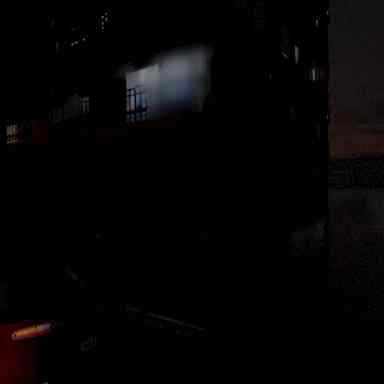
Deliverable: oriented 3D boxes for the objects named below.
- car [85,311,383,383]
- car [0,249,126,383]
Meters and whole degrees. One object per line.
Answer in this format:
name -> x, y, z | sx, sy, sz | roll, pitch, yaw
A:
car -> 1.642, 1.566, 1.706 | 4.313, 1.339, 1.947 | 0, 0, 35
car -> -2.951, 1.544, 4.973 | 4.507, 1.381, 1.887 | 0, 0, 35
